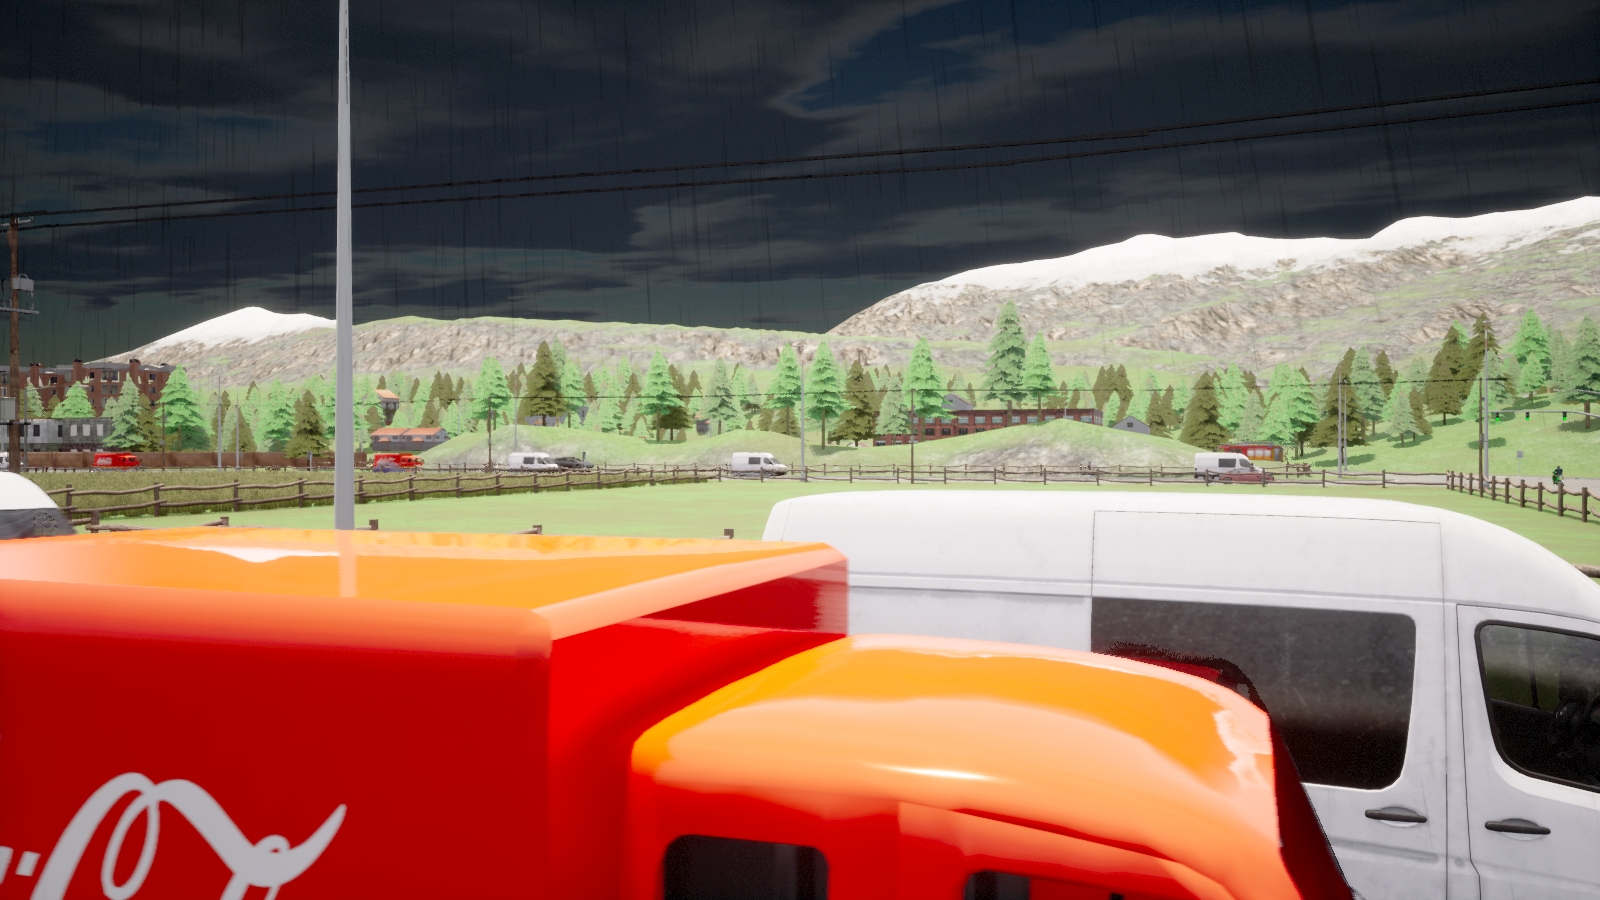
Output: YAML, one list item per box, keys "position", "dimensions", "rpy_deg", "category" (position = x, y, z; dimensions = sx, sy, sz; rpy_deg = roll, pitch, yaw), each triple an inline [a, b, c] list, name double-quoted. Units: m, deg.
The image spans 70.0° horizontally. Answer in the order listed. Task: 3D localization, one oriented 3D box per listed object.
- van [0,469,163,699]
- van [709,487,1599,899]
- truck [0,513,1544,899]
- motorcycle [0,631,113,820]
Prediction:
- position: [-11.374, 1.545, 14.882]
  dimensions: [5.915, 2.561, 1.988]
  rpy_deg: [0, 0, 20]
  category: "van"
- position: [2.633, 1.535, 6.060]
  dimensions: [5.915, 2.561, 1.988]
  rpy_deg: [0, 0, 20]
  category: "van"
- position: [-0.924, 1.567, 3.748]
  dimensions: [5.204, 2.467, 2.627]
  rpy_deg: [0, 0, 21]
  category: "truck"
- position: [-6.945, 2.212, 9.549]
  dimensions: [2.209, 1.251, 0.867]
  rpy_deg: [0, 0, 20]
  category: "motorcycle"
